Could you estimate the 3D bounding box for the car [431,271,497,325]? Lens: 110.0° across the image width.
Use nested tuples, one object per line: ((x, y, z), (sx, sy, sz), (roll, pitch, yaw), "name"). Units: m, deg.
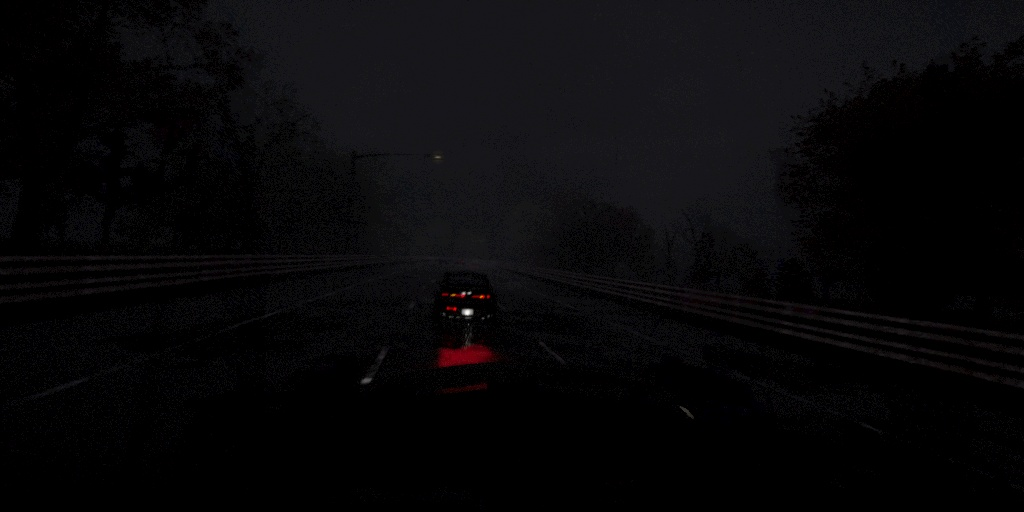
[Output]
((-1.633, 1.243, 11.987), (1.837, 1.490, 4.892), (4, -1, -11), "car")
